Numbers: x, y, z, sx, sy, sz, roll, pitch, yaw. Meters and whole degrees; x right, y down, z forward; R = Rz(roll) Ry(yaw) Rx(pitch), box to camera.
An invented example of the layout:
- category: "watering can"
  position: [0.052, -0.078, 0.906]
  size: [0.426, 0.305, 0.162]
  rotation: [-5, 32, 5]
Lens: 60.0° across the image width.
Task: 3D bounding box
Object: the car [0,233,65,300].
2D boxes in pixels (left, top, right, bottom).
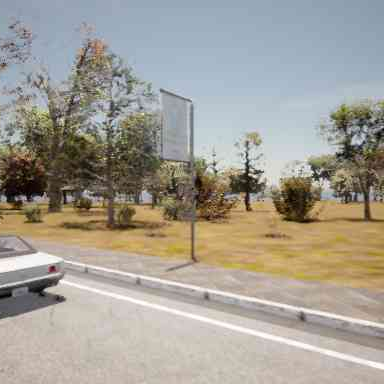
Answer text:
- category: "car"
  position: [-5.059, 1.602, 7.605]
  size: [4.718, 1.301, 1.895]
  rotation: [0, 0, 36]
